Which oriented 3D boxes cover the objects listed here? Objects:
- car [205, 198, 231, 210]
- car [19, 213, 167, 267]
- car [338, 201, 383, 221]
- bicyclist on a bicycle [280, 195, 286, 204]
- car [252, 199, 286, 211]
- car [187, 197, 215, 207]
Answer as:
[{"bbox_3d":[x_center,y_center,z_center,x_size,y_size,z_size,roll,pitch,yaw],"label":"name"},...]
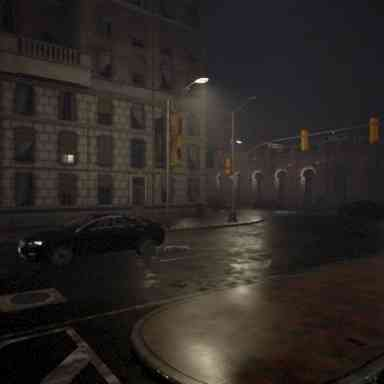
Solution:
[{"bbox_3d":[3.009,1.490,43.055,2.128,1.511,4.902,0,0,-36],"label":"car"},{"bbox_3d":[-3.230,1.491,11.512,4.902,1.511,2.128,0,0,-35],"label":"car"},{"bbox_3d":[14.510,1.477,27.134,1.882,1.535,5.008,0,0,-36],"label":"car"},{"bbox_3d":[15.490,1.301,56.467,1.656,1.620,0.582,0,0,-36],"label":"bicyclist on a bicycle"},{"bbox_3d":[9.315,1.564,40.301,1.994,1.385,4.181,0,0,-36],"label":"car"},{"bbox_3d":[1.332,1.526,51.385,1.812,1.442,4.674,0,0,-35],"label":"car"}]
